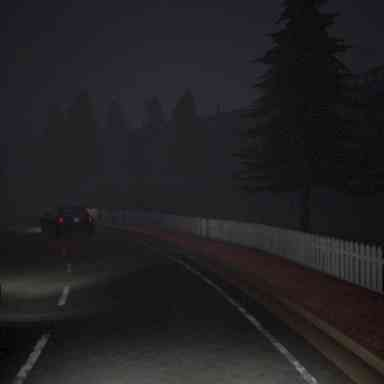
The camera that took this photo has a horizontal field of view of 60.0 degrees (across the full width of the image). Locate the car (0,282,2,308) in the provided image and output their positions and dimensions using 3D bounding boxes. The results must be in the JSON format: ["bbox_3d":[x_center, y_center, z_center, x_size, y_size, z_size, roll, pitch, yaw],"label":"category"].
[{"bbox_3d":[-3.718,1.264,2.791,2.150,2.045,5.566,0,-1,-9],"label":"car"}]

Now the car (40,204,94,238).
[{"bbox_3d":[-7.464,1.565,19.620,2.097,1.767,4.553,0,0,-36],"label":"car"}]
